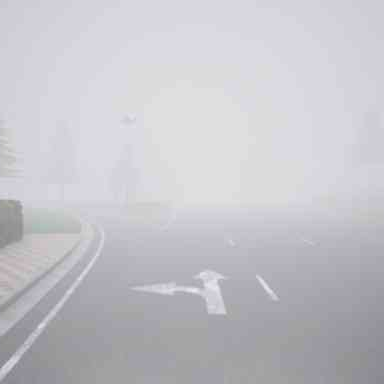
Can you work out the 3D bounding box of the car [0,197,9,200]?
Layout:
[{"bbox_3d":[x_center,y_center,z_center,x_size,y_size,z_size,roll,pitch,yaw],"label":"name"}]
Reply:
[{"bbox_3d":[-38.936,1.682,67.220,4.718,1.301,1.895,0,0,40],"label":"car"}]
